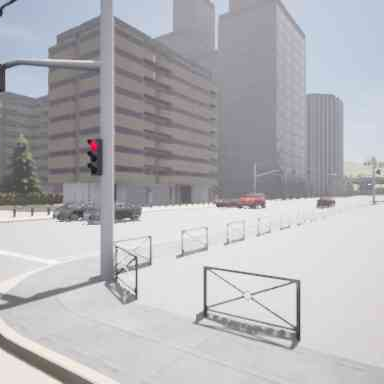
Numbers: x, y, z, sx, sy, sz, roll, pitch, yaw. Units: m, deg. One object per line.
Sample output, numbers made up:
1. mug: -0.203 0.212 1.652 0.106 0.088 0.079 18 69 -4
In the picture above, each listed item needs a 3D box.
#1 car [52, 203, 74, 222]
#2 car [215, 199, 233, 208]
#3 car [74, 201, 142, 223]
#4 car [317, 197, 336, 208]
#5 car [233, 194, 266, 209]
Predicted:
1. car: -8.731 1.495 26.720 2.128 1.511 4.902 0 0 35
2. car: 5.170 1.604 46.821 1.895 1.301 4.718 0 0 35
3. car: -5.844 1.494 24.741 2.128 1.511 4.902 0 0 35
4. car: 20.095 1.479 49.714 1.882 1.535 5.008 0 0 35
5. car: 8.177 1.227 45.013 2.150 2.045 5.566 0 0 35
